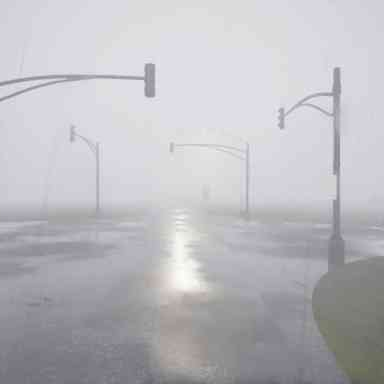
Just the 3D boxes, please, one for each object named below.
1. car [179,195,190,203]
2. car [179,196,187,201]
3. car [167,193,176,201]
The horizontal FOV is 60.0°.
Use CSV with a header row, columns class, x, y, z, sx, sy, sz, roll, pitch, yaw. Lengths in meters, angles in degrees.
class,x,y,z,sx,sy,sz,roll,pitch,yaw
car,-1.565,1.384,69.784,2.097,1.767,4.553,0,0,-3
car,-2.159,1.559,79.858,1.895,1.301,4.718,0,0,-4
car,-4.548,1.013,73.879,2.097,1.767,4.553,0,0,-3
